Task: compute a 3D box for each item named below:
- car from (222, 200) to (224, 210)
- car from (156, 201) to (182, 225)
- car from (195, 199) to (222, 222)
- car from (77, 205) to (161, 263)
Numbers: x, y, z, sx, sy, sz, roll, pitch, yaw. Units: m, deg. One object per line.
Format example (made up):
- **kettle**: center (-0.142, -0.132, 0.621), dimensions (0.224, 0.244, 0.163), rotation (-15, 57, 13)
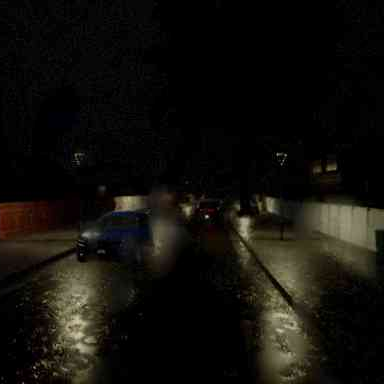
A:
- **car**: center (3.030, 1.527, 42.393), dimensions (1.994, 1.385, 4.181), rotation (0, 0, 7)
- **car**: center (-1.831, 1.466, 24.009), dimensions (1.837, 1.490, 4.892), rotation (0, 0, 5)
- **car**: center (1.252, 1.470, 25.940), dimensions (1.837, 1.490, 4.892), rotation (0, 0, 5)
- **car**: center (-2.508, 1.453, 12.078), dimensions (1.882, 1.535, 5.008), rotation (0, 0, 3)
